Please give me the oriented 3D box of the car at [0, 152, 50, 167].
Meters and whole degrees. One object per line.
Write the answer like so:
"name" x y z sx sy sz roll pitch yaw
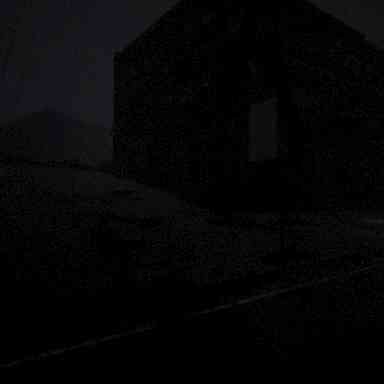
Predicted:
"car" -15.466 -2.718 29.094 2.002 1.452 4.674 0 -2 41

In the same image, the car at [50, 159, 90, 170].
"car" -13.959 -2.560 35.498 2.128 1.511 4.902 0 -2 40

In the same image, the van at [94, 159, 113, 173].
"van" -8.318 -2.584 37.738 1.878 1.987 4.442 0 -2 39
